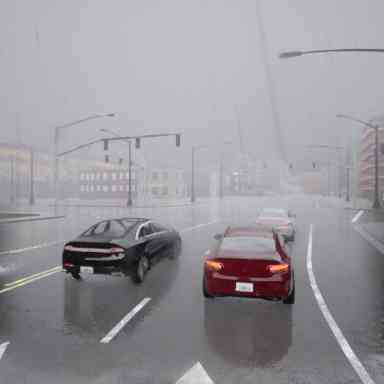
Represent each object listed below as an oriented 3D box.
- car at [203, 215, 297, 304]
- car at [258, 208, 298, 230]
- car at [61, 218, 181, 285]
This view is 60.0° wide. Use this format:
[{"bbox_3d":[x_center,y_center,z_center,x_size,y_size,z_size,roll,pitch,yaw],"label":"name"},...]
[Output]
[{"bbox_3d":[1.458,1.526,8.150,1.812,1.442,4.674,0,0,13],"label":"car"},{"bbox_3d":[4.203,1.526,16.582,1.812,1.442,4.674,0,0,20],"label":"car"},{"bbox_3d":[-1.709,1.492,9.650,2.128,1.511,4.902,0,0,14],"label":"car"}]
